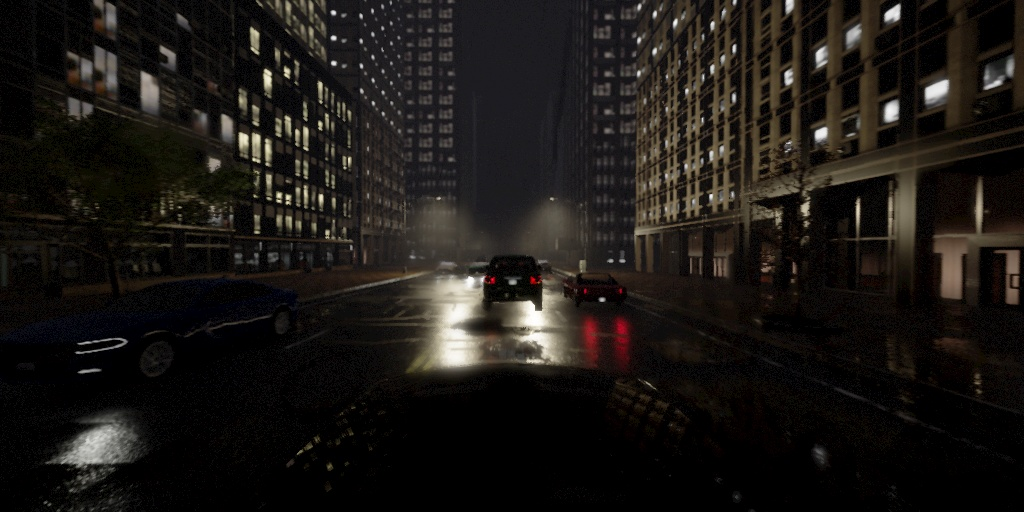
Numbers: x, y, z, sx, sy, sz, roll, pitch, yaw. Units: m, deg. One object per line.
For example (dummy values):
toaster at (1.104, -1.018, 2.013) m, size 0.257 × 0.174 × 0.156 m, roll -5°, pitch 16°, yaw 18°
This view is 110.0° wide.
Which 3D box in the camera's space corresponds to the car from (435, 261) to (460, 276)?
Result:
car at (-6.601, 1.250, 37.221) m, size 2.033 × 1.411 × 5.357 m, roll 0°, pitch 0°, yaw 0°

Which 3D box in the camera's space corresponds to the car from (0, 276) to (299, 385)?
car at (-6.560, 1.221, 7.355) m, size 1.882 × 1.535 × 5.008 m, roll 0°, pitch 0°, yaw 1°

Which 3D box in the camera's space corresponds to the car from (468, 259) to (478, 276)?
car at (-3.350, 1.304, 36.682) m, size 1.895 × 1.301 × 4.718 m, roll 0°, pitch 0°, yaw 0°

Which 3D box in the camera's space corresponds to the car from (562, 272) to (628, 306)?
car at (3.347, 1.337, 15.504) m, size 1.895 × 1.301 × 4.718 m, roll 0°, pitch 0°, yaw 0°

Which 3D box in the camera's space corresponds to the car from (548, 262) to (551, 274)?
car at (3.339, 1.190, 40.584) m, size 2.128 × 1.511 × 4.902 m, roll 0°, pitch 0°, yaw 0°

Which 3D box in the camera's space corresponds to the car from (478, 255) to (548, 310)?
car at (0.055, 0.960, 14.701) m, size 2.150 × 2.045 × 5.566 m, roll 0°, pitch 0°, yaw 1°
